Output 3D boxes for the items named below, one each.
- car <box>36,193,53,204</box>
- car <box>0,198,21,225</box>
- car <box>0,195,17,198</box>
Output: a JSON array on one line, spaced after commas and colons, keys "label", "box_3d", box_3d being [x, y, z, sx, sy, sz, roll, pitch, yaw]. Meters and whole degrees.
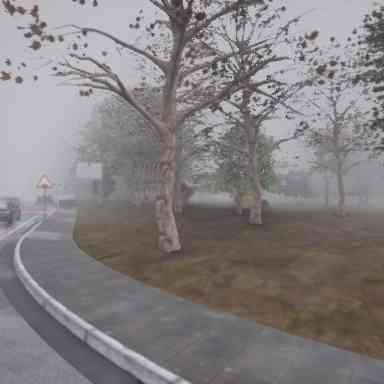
[{"label": "car", "box_3d": [-21.787, 0.915, 49.236, 1.882, 1.535, 5.008, 0, 1, -18]}, {"label": "car", "box_3d": [-12.777, 1.360, 22.308, 1.812, 1.442, 4.674, 0, 1, -19]}, {"label": "car", "box_3d": [-22.633, 1.084, 41.186, 1.994, 1.385, 4.181, 0, 1, -18]}]
